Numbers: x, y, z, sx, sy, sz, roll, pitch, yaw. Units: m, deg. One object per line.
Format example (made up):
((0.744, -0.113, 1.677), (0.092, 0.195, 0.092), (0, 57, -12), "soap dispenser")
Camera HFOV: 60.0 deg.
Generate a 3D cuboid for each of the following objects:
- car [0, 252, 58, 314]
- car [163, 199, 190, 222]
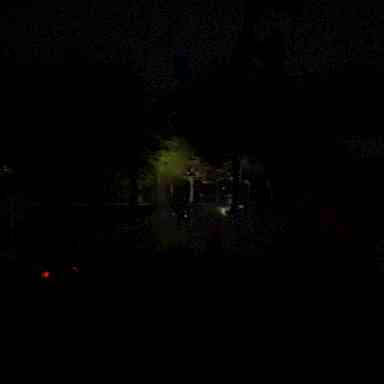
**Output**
((-5.301, 1.658, 5.856), (5.357, 1.411, 2.033), (0, 0, -35), "car")
((-1.359, 1.676, 31.209), (2.150, 2.045, 5.566), (-1, -1, 2), "car")
